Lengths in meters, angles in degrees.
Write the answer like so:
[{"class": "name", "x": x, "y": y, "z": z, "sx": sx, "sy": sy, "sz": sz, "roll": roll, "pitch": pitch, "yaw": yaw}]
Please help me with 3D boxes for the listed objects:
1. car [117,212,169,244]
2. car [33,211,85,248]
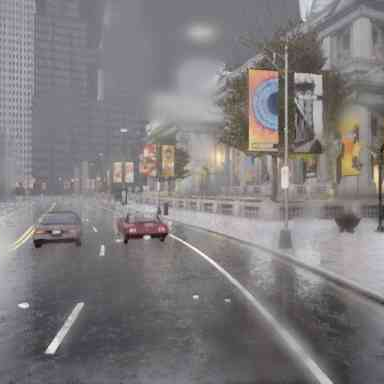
[{"class": "car", "x": -2.549, "y": 1.614, "z": 16.035, "sx": 1.895, "sy": 1.301, "sz": 4.718, "roll": 0, "pitch": 0, "yaw": -18}, {"class": "car", "x": -5.875, "y": 1.561, "z": 14.945, "sx": 2.033, "sy": 1.411, "sz": 5.357, "roll": 0, "pitch": 0, "yaw": -18}]
